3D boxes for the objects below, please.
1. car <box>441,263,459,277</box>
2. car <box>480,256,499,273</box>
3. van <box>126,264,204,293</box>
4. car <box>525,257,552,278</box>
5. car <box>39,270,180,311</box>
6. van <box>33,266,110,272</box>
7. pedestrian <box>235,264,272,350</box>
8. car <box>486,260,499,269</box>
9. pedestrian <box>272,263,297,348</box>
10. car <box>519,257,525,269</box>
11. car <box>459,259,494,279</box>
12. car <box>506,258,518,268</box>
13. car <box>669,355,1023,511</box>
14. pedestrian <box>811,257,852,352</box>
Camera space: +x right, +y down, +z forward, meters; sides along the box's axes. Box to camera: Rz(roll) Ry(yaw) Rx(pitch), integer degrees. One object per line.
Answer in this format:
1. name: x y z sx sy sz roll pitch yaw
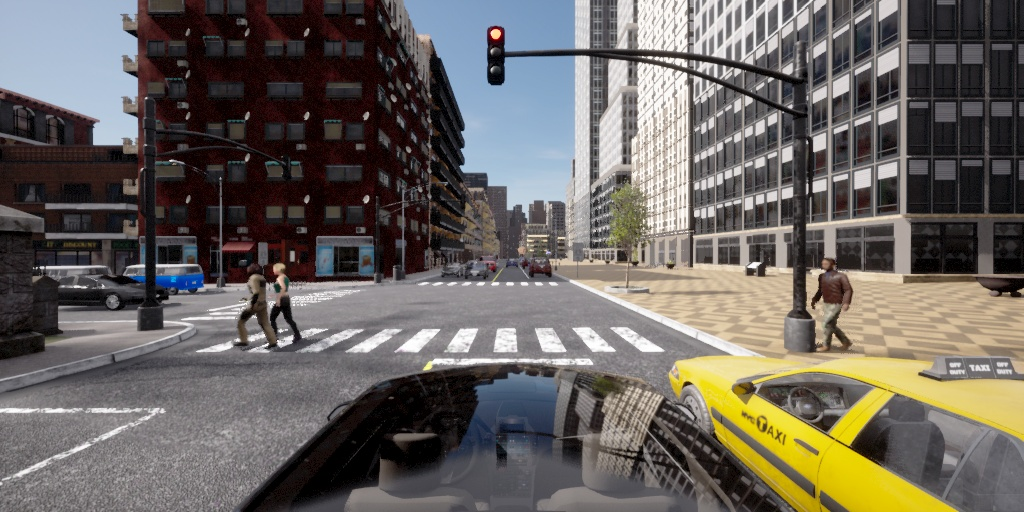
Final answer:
1. car: -5.690 1.309 34.597 2.007 1.370 4.403 0 0 0
2. car: -3.080 0.988 44.166 2.150 2.045 5.566 0 0 0
3. van: -20.767 1.391 21.357 3.998 1.789 1.690 0 0 -1
4. car: 2.690 1.074 34.597 2.192 1.841 5.009 0 0 0
5. car: -17.866 1.528 15.591 4.892 1.490 1.837 -1 0 -1
6. van: -26.305 1.481 21.307 3.998 1.789 1.690 0 0 -1
7. pedestrian: -5.444 1.047 7.561 0.375 1.860 0.375 0 0 0
8. car: -3.078 1.387 57.930 1.895 1.301 4.718 0 0 0
9. pedestrian: -5.235 1.056 8.137 0.375 1.860 0.375 0 0 0
10. car: 2.691 1.098 56.702 2.192 1.841 5.009 0 0 0
11. car: -3.095 1.249 32.198 2.128 1.511 4.902 0 0 0
12. car: 0.001 1.147 63.760 2.097 1.767 4.553 0 0 0
13. car: 2.689 1.275 2.354 1.751 1.417 4.829 0 0 0
14. pedestrian: 6.095 0.891 6.864 0.375 1.860 0.375 0 0 0
